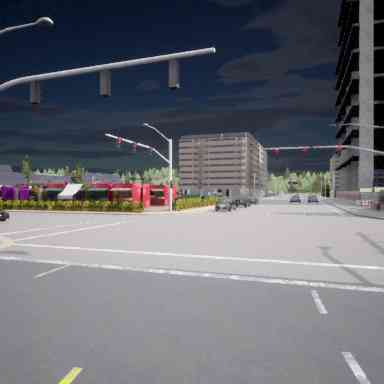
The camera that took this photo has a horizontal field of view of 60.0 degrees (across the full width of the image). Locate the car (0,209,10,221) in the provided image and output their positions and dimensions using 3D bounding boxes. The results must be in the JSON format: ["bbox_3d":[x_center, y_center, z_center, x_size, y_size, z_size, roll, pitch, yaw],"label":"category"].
[{"bbox_3d":[-16.477,1.619,26.074,4.181,1.385,1.994,0,0,19],"label":"car"}]

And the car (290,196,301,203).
[{"bbox_3d":[21.519,1.555,69.236,1.994,1.385,4.181,0,0,19],"label":"car"}]

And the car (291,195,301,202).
[{"bbox_3d":[24.596,1.540,78.461,2.033,1.411,5.357,0,0,19],"label":"car"}]

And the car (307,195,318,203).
[{"bbox_3d":[24.729,1.541,67.801,2.033,1.411,5.357,0,0,19],"label":"car"}]

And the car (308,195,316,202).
[{"bbox_3d":[28.018,1.524,77.657,1.812,1.442,4.674,0,0,19],"label":"car"}]

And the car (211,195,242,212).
[{"bbox_3d":[4.116,1.491,39.756,2.128,1.511,4.902,0,0,19],"label":"car"}]

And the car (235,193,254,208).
[{"bbox_3d":[7.303,1.222,49.238,2.150,2.045,5.566,0,0,18],"label":"car"}]

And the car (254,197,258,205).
[{"bbox_3d":[10.540,1.564,58.804,1.994,1.385,4.181,0,0,19],"label":"car"}]
